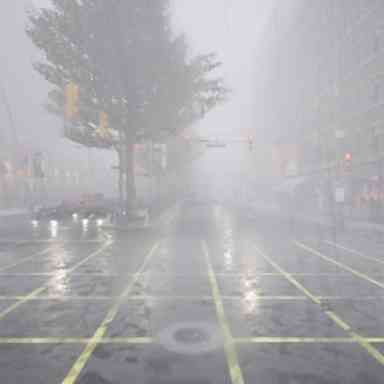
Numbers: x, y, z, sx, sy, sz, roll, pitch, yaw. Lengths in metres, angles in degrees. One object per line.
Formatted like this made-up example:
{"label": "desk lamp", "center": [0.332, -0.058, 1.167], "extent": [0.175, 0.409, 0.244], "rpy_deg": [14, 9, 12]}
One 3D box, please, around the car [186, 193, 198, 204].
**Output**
{"label": "car", "center": [0.035, 1.403, 59.114], "extent": [2.033, 1.411, 5.357], "rpy_deg": [0, 0, 0]}

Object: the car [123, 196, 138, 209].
{"label": "car", "center": [-8.006, 1.469, 39.061], "extent": [1.994, 1.385, 4.181], "rpy_deg": [0, 0, 1]}

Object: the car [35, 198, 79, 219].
{"label": "car", "center": [-11.570, 1.457, 28.428], "extent": [1.812, 1.442, 4.674], "rpy_deg": [0, 0, 0]}

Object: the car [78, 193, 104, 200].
{"label": "car", "center": [-11.515, 1.129, 37.840], "extent": [2.150, 2.045, 5.566], "rpy_deg": [0, 0, 1]}

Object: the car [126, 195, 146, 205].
{"label": "car", "center": [-7.970, 1.426, 49.682], "extent": [2.033, 1.411, 5.357], "rpy_deg": [0, 0, 0]}

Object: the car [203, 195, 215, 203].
{"label": "car", "center": [3.541, 1.356, 69.323], "extent": [2.128, 1.511, 4.902], "rpy_deg": [0, 0, 0]}

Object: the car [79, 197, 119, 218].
{"label": "car", "center": [-8.070, 1.475, 29.825], "extent": [2.033, 1.411, 5.357], "rpy_deg": [0, 0, 0]}

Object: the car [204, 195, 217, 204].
{"label": "car", "center": [3.536, 1.454, 60.290], "extent": [1.895, 1.301, 4.718], "rpy_deg": [0, 0, 0]}

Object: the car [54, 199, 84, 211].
{"label": "car", "center": [-14.725, 1.497, 40.136], "extent": [1.895, 1.301, 4.718], "rpy_deg": [0, 0, 0]}
